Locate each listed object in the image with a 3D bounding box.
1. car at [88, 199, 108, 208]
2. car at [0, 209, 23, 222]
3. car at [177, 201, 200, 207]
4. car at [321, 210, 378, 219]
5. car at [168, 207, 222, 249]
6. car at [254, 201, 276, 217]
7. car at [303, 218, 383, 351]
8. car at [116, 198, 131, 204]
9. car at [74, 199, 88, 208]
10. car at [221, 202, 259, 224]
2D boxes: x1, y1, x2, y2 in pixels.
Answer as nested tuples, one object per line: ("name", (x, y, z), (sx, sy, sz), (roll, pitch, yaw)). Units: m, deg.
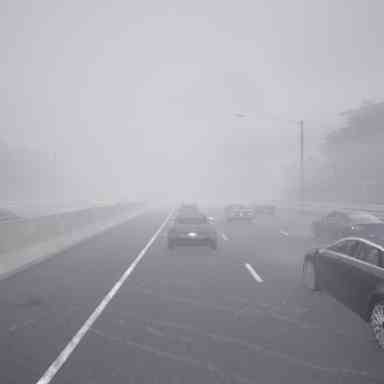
("car", (-15.413, 1.876, 55.684), (1.882, 1.535, 5.008), (0, -1, -2))
("car", (-10.756, 1.578, 17.686), (1.994, 1.385, 4.181), (0, 0, -1))
("car", (-0.326, 1.599, 30.711), (2.128, 1.511, 4.902), (0, -1, -1))
("car", (6.985, 1.527, 14.979), (1.812, 1.442, 4.674), (0, 0, -1))
("car", (-0.010, 1.568, 14.509), (1.994, 1.385, 4.181), (0, 0, -1))
("car", (6.636, 1.597, 32.189), (1.882, 1.535, 5.008), (0, -1, -2))
("car", (3.569, 1.491, 6.040), (2.128, 1.511, 4.902), (0, 0, 0))
("car", (-12.035, 1.786, 58.491), (2.097, 1.767, 4.553), (0, -1, -2))
("car", (-19.009, 1.921, 57.840), (2.128, 1.511, 4.902), (0, -1, -2))
("car", (3.312, 1.599, 25.197), (2.033, 1.411, 5.357), (0, 0, -1))
